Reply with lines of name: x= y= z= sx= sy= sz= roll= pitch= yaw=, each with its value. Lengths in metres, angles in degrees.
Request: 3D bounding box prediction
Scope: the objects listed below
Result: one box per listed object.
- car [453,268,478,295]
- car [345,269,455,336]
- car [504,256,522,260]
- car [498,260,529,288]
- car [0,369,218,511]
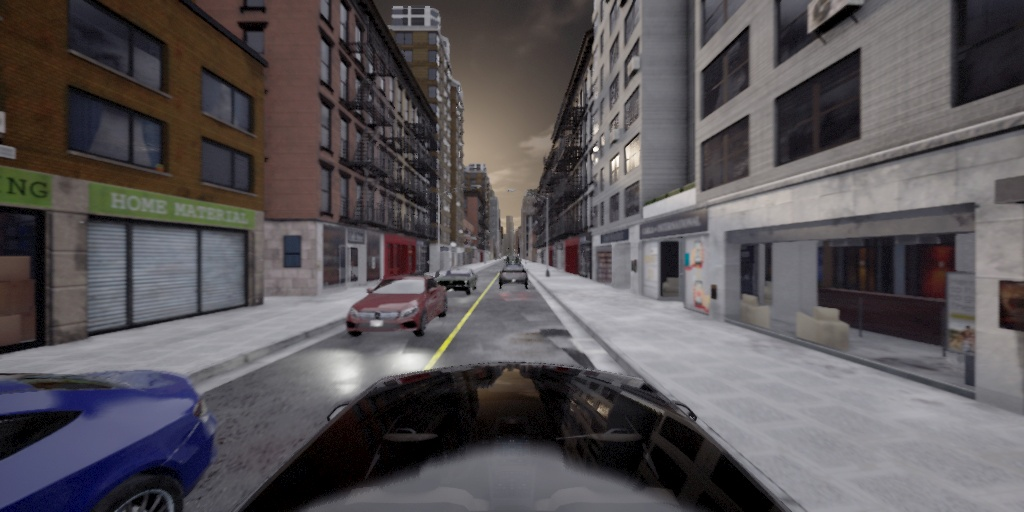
car: x=-2.996 y=1.358 z=19.939 sx=1.895 sy=1.301 sz=4.718 roll=0 pitch=0 yaw=0
car: x=-3.065 y=1.278 z=10.495 sx=1.812 sy=1.442 sz=4.674 roll=0 pitch=0 yaw=0
car: x=0.105 y=0.989 z=47.857 sx=2.150 sy=2.045 sz=5.566 roll=0 pitch=0 yaw=0
car: x=0.102 y=1.251 z=23.533 sx=2.128 sy=1.511 sz=4.902 roll=0 pitch=0 yaw=0
car: x=-3.092 y=1.276 z=0.788 sx=1.812 sy=1.442 sz=4.674 roll=0 pitch=0 yaw=0
